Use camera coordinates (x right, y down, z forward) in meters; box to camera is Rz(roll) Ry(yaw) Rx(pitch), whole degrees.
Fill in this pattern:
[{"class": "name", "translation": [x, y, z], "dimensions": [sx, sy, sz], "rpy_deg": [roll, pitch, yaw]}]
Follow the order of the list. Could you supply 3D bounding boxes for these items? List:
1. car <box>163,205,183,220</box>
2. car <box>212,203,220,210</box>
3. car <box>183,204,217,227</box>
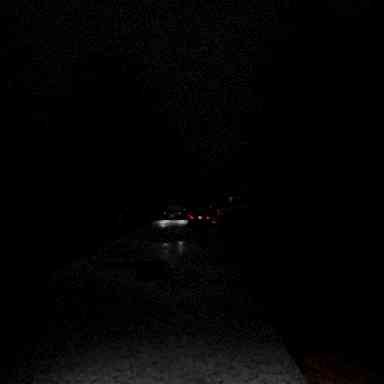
[{"class": "car", "translation": [-1.672, 1.999, 33.302], "dimensions": [1.812, 1.442, 4.674], "rpy_deg": [0, -1, 5]}, {"class": "car", "translation": [2.243, 2.299, 42.161], "dimensions": [1.895, 1.301, 4.718], "rpy_deg": [0, -1, 7]}, {"class": "car", "translation": [0.690, 1.880, 25.546], "dimensions": [2.033, 1.411, 5.357], "rpy_deg": [0, -1, 3]}]
